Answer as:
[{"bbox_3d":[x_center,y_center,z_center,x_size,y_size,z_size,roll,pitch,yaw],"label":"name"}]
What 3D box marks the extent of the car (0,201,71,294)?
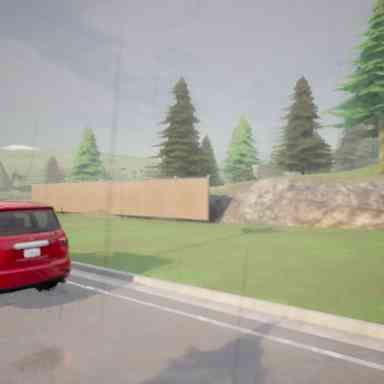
[{"bbox_3d":[-5.157,1.233,7.828,5.566,2.045,2.150,0,0,36],"label":"car"}]
